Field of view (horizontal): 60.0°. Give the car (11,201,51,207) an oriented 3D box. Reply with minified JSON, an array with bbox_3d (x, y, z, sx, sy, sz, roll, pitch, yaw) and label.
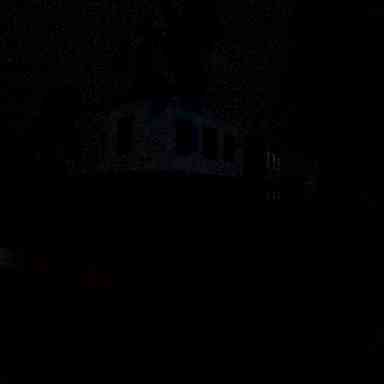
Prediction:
[{"bbox_3d":[-14.698,1.528,29.171,2.033,1.411,5.357,0,0,29],"label":"car"}]
